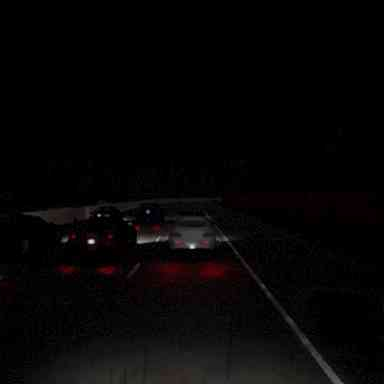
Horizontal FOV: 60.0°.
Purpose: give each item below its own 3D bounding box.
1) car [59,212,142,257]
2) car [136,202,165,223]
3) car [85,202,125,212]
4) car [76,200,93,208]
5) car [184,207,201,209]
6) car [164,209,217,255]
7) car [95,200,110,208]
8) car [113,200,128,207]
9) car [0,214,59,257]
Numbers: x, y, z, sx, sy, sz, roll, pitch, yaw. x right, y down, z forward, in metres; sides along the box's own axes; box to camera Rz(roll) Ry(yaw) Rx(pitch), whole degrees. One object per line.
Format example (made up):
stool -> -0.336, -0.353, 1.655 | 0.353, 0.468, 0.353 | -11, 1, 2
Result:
car -> -3.478, 1.713, 13.536 | 1.994, 1.385, 4.181 | 0, -1, 0
car -> -3.476, 1.660, 28.413 | 2.097, 1.767, 4.553 | 0, -1, 0
car -> -6.986, 1.847, 27.510 | 2.033, 1.411, 5.357 | 0, -1, 0
car -> -20.988, 2.302, 65.081 | 1.895, 1.301, 4.718 | 0, -1, 0
car -> 0.021, 1.908, 28.232 | 1.895, 1.301, 4.718 | 0, -1, 0
car -> 0.025, 1.677, 13.888 | 1.812, 1.442, 4.674 | 0, 0, 0
car -> -17.491, 2.233, 65.269 | 1.812, 1.442, 4.674 | 0, 0, 0
car -> -13.993, 2.268, 65.346 | 1.994, 1.385, 4.181 | 0, -1, 0
car -> -6.979, 1.655, 13.500 | 1.837, 1.490, 4.892 | 0, 0, 0
